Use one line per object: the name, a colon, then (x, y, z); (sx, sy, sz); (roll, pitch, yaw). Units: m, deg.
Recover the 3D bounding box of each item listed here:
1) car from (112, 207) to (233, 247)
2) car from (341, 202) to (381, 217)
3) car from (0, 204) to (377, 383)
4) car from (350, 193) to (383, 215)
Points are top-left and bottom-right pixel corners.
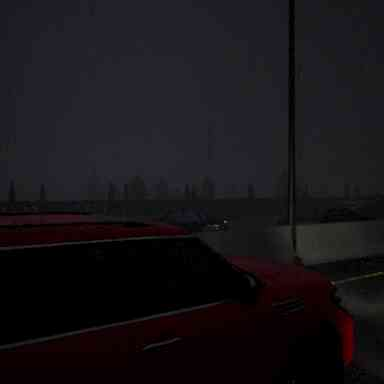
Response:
car: (-0.824, 1.499, 15.702); (5.357, 1.411, 2.033); (0, 0, -30)
car: (6.168, 1.424, 15.498); (5.008, 1.535, 1.882); (0, 0, -27)
car: (-0.869, 1.213, 3.005); (5.566, 2.045, 2.150); (0, 0, -35)
car: (14.478, 1.127, 26.831); (5.566, 2.045, 2.150); (0, 0, -20)
